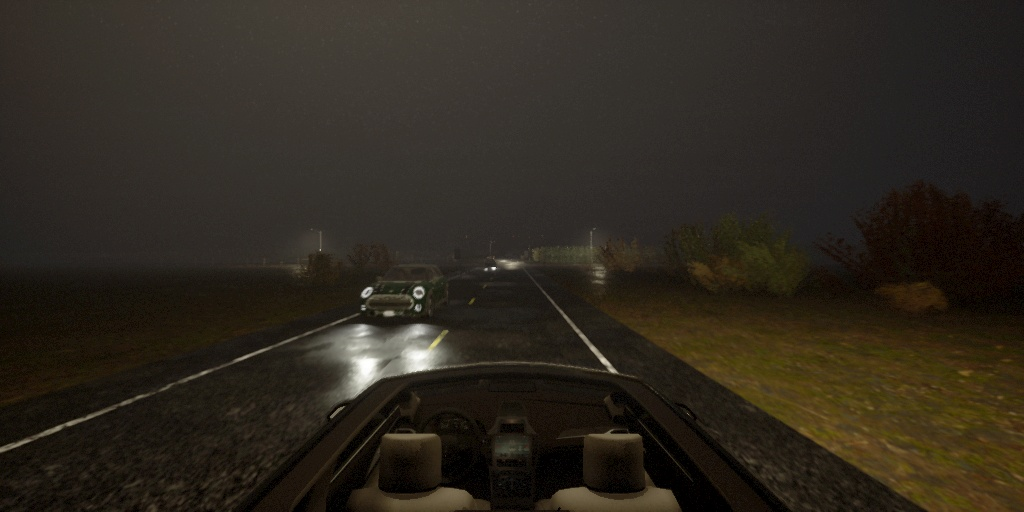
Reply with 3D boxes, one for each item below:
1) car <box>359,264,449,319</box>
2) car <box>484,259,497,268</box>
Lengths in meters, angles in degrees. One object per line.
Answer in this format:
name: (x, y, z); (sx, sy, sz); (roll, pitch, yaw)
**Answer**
car: (-3.601, 1.092, 12.743); (2.097, 1.767, 4.553); (0, 0, 0)
car: (-3.511, 1.198, 59.141); (1.994, 1.385, 4.181); (0, 0, 0)
